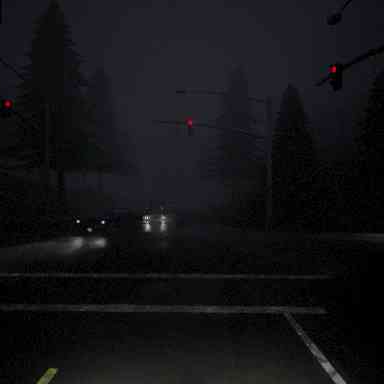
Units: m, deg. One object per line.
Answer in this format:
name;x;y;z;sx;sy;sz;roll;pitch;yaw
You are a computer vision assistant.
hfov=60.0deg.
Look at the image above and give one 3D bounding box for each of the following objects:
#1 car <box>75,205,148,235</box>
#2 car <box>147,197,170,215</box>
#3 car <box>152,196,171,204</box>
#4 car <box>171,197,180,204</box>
car;-4.522;1.593;18.891;1.895;1.301;4.718;0;0;17
car;-3.617;1.525;34.175;1.812;1.442;4.674;0;0;0
car;-6.130;1.492;58.113;2.128;1.511;4.902;0;0;-32
car;-4.071;1.564;61.705;1.994;1.385;4.181;0;0;-39
